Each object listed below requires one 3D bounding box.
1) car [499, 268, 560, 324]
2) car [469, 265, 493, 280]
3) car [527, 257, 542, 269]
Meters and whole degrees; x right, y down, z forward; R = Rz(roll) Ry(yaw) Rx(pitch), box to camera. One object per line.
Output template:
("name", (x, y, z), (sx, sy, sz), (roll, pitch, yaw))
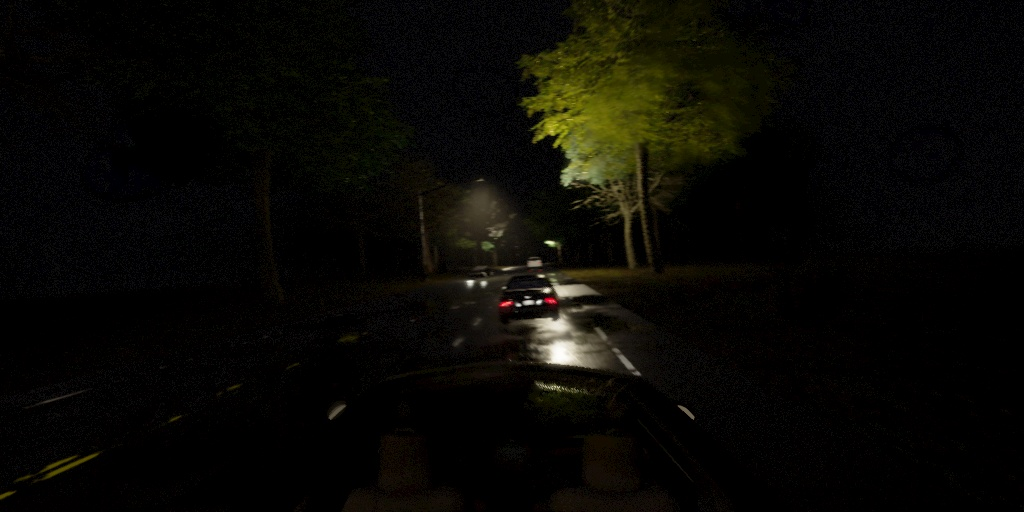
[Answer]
("car", (0.625, 1.334, 12.326), (2.033, 1.411, 5.357), (-4, 0, 4))
("car", (-3.630, 1.830, 41.984), (1.882, 1.535, 5.008), (-4, -1, 10))
("car", (3.783, 1.216, 59.945), (2.150, 2.045, 5.566), (-4, -1, 4))
